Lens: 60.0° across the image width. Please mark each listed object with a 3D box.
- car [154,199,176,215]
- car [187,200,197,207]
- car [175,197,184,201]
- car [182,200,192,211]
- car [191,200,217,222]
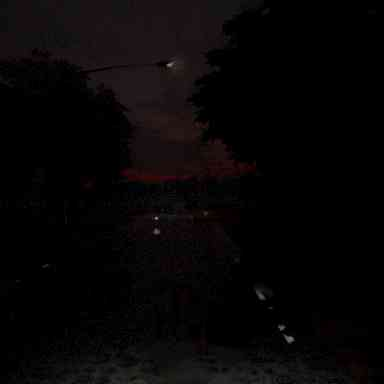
[{"bbox_3d":[-3.097,1.759,37.620,1.837,1.490,4.892,0,-1,0],"label":"car"},{"bbox_3d":[-0.009,2.211,67.096,1.895,1.301,4.718,0,-1,0],"label":"car"},{"bbox_3d":[-3.011,1.909,79.277,1.837,1.490,4.892,0,-1,0],"label":"car"},{"bbox_3d":[0.015,1.920,47.534,1.994,1.385,4.181,0,-1,0],"label":"car"},{"bbox_3d":[1.046,1.620,27.665,1.801,1.575,5.366,0,0,0],"label":"car"}]
